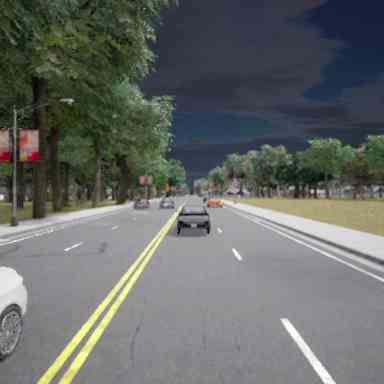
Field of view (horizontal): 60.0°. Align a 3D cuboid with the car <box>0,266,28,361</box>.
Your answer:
[{"bbox_3d":[-3.351,1.526,3.207,1.812,1.442,4.674,0,0,0],"label":"car"}]

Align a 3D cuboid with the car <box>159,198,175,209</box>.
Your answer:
[{"bbox_3d":[-3.346,1.531,45.045,2.128,1.511,4.902,0,0,0],"label":"car"}]

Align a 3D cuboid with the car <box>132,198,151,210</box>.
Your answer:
[{"bbox_3d":[-6.593,1.564,44.226,1.812,1.442,4.674,0,0,0],"label":"car"}]

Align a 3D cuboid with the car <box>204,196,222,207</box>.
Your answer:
[{"bbox_3d":[3.334,1.403,51.017,2.097,1.767,4.553,0,0,0],"label":"car"}]

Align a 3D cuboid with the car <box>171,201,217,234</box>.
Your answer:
[{"bbox_3d":[0.093,1.501,19.437,2.128,1.511,4.902,0,0,0],"label":"car"}]
